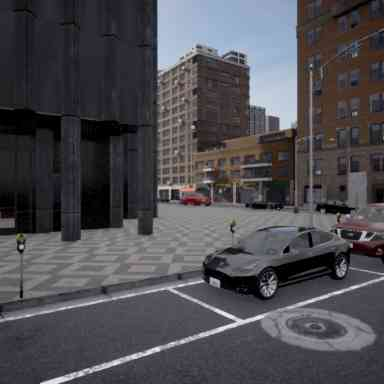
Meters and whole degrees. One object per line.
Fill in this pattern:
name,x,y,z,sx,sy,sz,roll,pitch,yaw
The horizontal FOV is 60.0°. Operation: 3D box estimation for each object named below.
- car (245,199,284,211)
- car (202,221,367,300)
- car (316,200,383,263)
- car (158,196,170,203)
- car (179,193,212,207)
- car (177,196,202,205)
car,8.560,1.559,39.547,1.895,1.301,4.718,0,0,-35
car,2.263,1.565,8.388,4.313,1.339,1.947,0,0,-36
car,6.852,1.314,11.667,5.009,1.841,2.192,0,0,-36
car,-6.336,1.513,66.524,1.895,1.301,4.718,0,0,-35
car,0.714,1.176,50.916,2.150,2.045,5.566,0,0,-35
car,-0.484,1.432,58.158,2.128,1.511,4.902,0,0,-34
